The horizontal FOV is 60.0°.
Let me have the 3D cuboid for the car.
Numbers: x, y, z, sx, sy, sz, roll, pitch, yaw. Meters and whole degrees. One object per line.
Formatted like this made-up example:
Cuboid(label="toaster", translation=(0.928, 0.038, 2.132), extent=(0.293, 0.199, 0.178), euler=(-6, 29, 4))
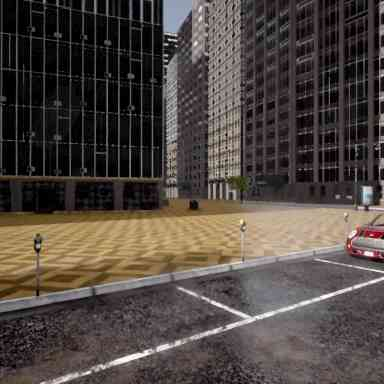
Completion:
Cuboid(label="car", translation=(7.237, 1.438, 11.716), extent=(4.097, 1.590, 1.967), euler=(0, 0, -35))
